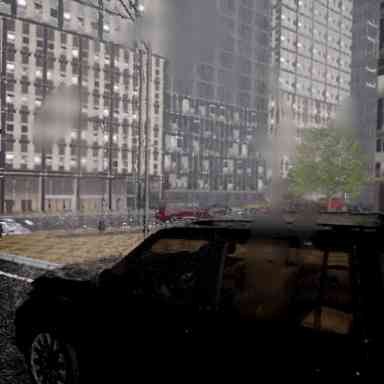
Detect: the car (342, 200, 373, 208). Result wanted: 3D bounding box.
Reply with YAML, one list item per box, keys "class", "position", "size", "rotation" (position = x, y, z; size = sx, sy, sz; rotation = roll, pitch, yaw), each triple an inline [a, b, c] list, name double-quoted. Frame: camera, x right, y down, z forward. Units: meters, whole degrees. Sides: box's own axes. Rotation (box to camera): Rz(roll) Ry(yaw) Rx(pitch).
- class: "car"
  position: [22.529, 2.145, 44.442]
  size: [4.313, 1.339, 1.947]
  rotation: [1, 1, -34]

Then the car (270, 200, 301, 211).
- class: "car"
  position: [13.396, 1.910, 47.725]
  size: [4.313, 1.339, 1.947]
  rotation: [1, 1, -34]

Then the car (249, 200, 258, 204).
- class: "car"
  position: [8.585, 1.825, 44.417]
  size: [4.829, 1.417, 1.752]
  rotation: [1, 1, -34]

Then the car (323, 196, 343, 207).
- class: "car"
  position: [20.030, 1.665, 49.164]
  size: [5.566, 2.045, 2.150]
  rotation: [1, 1, -34]

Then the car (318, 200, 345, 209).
- class: "car"
  position: [22.740, 1.996, 54.147]
  size: [4.313, 1.339, 1.947]
  rotation: [1, 1, -34]

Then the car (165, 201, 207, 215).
- class: "car"
  position: [-0.619, 1.767, 38.092]
  size: [4.403, 1.369, 2.008]
  rotation: [1, 1, -34]

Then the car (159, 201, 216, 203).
- class: "car"
  position: [-0.825, 1.681, 28.384]
  size: [5.009, 1.841, 2.192]
  rotation: [1, 1, -34]

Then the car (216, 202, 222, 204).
- class: "car"
  position: [2.373, 1.854, 37.157]
  size: [4.181, 1.385, 1.994]
  rotation: [1, 1, -34]

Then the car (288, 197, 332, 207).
- class: "car"
  position: [13.191, 1.809, 38.016]
  size: [5.009, 1.841, 2.192]
  rotation: [1, 1, -34]

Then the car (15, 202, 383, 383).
- class: "car"
  position: [0.534, 1.225, 3.301]
  size: [5.566, 2.045, 2.150]
  rotation: [0, 0, 35]

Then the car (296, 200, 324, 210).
- class: "car"
  position: [18.068, 1.969, 50.936]
  size: [4.206, 1.307, 1.802]
  rotation: [1, 1, -34]

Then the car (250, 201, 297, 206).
- class: "car"
  position: [8.514, 1.996, 34.809]
  size: [4.507, 1.381, 1.887]
  rotation: [1, 1, -34]

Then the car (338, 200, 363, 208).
- class: "car"
  position: [27.412, 2.039, 57.358]
  size: [4.313, 1.339, 1.947]
  rotation: [1, 1, -34]
